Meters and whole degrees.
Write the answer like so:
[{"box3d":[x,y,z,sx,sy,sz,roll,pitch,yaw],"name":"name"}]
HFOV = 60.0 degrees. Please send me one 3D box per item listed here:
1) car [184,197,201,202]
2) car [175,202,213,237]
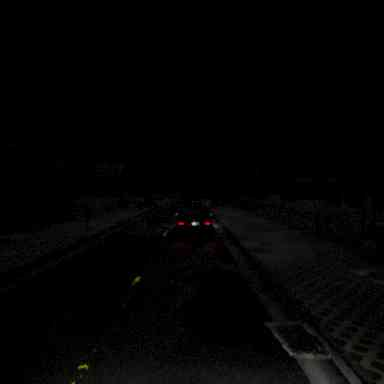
[{"box3d":[0.101,1.363,40.991,2.128,1.511,4.902,0,0,0],"name":"car"},{"box3d":[0.100,1.466,17.334,2.033,1.411,5.357,0,0,0],"name":"car"}]
